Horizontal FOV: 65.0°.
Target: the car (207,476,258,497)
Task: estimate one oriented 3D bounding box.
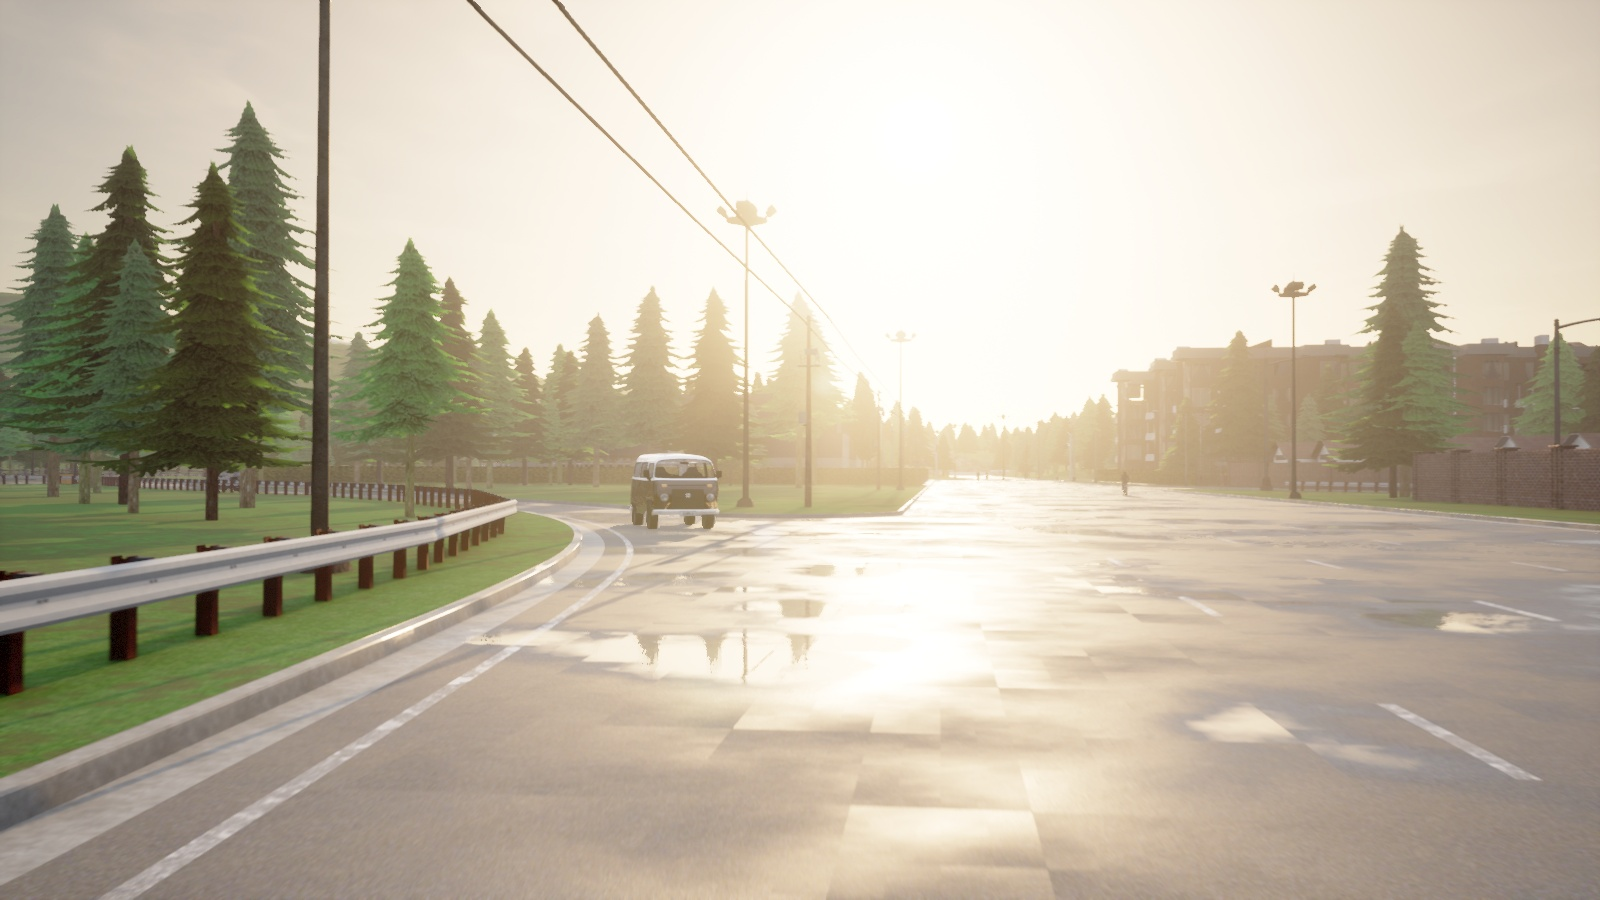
[{"bbox_3d":[-39.565,2.517,87.490,1.994,1.385,4.181,1,-1,-42],"label":"car"}]

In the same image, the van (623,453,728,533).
[{"bbox_3d":[-3.481,1.128,34.319,2.069,2.038,4.480,0,-1,-16],"label":"van"}]
